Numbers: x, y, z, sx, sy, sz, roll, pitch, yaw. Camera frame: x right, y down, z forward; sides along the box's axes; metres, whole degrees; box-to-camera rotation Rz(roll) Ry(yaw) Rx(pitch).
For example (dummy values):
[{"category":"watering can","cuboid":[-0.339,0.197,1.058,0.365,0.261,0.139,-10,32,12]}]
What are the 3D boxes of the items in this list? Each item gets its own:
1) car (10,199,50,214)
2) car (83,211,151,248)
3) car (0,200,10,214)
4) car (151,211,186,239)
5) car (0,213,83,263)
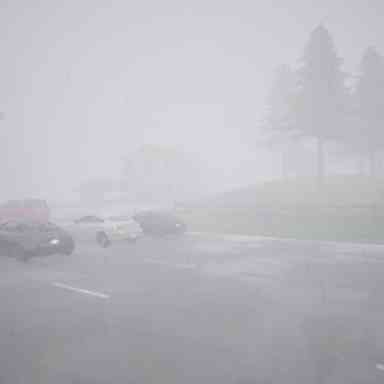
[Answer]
[{"category":"car","cuboid":[-13.553,1.571,26.467,5.566,2.045,2.150,-1,0,36]},{"category":"car","cuboid":[-4.377,1.692,15.642,4.674,1.442,1.812,-1,-1,36]},{"category":"car","cuboid":[-15.586,1.571,23.618,5.566,2.045,2.150,-1,0,36]},{"category":"car","cuboid":[-2.360,1.731,18.502,4.181,1.385,1.994,-1,0,36]},{"category":"car","cuboid":[-6.418,1.731,12.797,4.181,1.385,1.994,-1,0,36]}]
